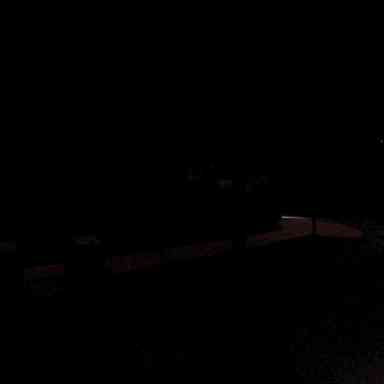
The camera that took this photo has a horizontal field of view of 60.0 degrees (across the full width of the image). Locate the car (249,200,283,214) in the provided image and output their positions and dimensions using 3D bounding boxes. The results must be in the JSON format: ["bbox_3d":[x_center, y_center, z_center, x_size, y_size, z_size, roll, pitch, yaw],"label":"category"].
[{"bbox_3d":[5.198,1.389,29.233,5.357,1.411,2.033,0,0,42],"label":"car"}]
